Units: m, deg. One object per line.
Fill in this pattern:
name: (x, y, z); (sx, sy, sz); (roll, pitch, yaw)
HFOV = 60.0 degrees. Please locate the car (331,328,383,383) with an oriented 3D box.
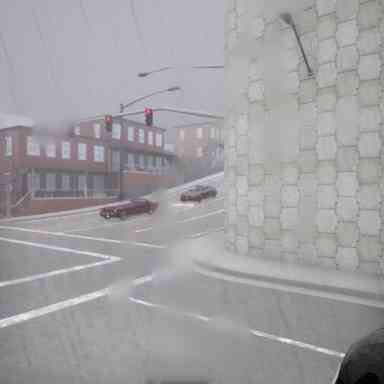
car: (3.308, 1.492, 1.604); (4.902, 1.511, 2.128); (0, 0, 36)

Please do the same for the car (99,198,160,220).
car: (-4.560, 1.187, 24.729); (1.895, 1.301, 4.718); (0, 5, 35)

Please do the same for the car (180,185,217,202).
car: (0.675, 0.077, 32.115); (1.994, 1.385, 4.181); (0, 9, 36)
